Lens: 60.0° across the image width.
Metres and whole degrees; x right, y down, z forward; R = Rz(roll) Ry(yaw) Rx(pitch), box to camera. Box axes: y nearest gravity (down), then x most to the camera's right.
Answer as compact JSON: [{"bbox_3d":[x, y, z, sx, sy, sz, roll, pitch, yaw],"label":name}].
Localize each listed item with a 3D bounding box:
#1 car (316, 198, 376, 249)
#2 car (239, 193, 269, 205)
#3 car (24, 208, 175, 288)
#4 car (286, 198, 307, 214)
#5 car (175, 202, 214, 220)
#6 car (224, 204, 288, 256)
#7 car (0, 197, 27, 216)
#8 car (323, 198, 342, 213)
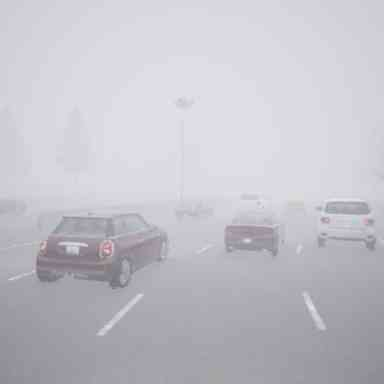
[{"bbox_3d":[6.961,1.289,15.266,2.150,2.045,5.566,1,0,22],"label":"car"},{"bbox_3d":[5.984,1.095,31.782,2.150,2.045,5.566,1,1,21],"label":"car"},{"bbox_3d":[-2.179,1.299,9.407,2.097,1.767,4.553,1,0,12],"label":"car"},{"bbox_3d":[10.904,1.358,34.749,1.882,1.535,5.008,1,1,21],"label":"car"},{"bbox_3d":[0.314,1.471,26.938,1.895,1.301,4.718,1,1,21],"label":"car"},{"bbox_3d":[2.694,1.496,13.601,1.882,1.535,5.008,1,0,19],"label":"car"},{"bbox_3d":[-15.256,1.177,25.858,2.128,1.511,4.902,1,1,22],"label":"car"},{"bbox_3d":[15.322,1.421,36.437,1.812,1.442,4.674,1,1,21],"label":"car"}]
